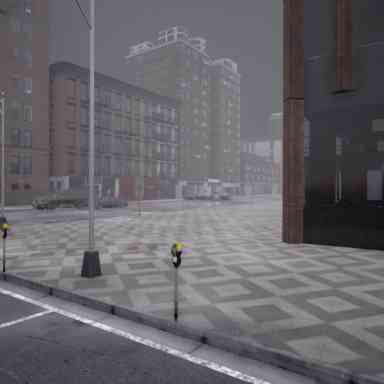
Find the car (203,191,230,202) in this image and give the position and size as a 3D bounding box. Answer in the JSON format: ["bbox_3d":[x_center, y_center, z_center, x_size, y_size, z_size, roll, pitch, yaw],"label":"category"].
[{"bbox_3d":[4.403,0.663,54.426,2.097,1.767,4.553,0,1,36],"label":"car"}]

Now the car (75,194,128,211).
[{"bbox_3d":[-9.276,1.174,35.528,2.033,1.411,5.357,0,1,36],"label":"car"}]

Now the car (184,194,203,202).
[{"bbox_3d":[0.634,0.921,54.785,1.895,1.301,4.718,0,1,36],"label":"car"}]

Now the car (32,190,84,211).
[{"bbox_3d":[-13.721,0.874,34.908,2.150,2.045,5.566,0,1,36],"label":"car"}]
